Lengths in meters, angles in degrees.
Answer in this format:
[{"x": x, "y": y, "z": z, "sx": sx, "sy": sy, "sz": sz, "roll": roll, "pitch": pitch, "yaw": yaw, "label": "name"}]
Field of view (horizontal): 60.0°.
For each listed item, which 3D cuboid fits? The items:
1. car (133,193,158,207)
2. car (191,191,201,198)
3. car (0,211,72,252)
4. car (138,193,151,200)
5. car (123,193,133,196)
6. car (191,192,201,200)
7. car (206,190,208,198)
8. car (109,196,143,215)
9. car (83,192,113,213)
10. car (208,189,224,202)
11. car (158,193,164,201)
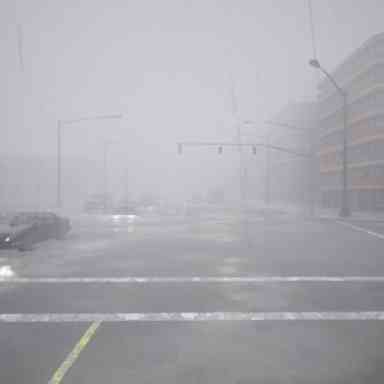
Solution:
[{"x": -6.298, "y": 1.032, "z": 45.771, "sx": 2.097, "sy": 1.767, "sz": 4.553, "roll": 0, "pitch": 1, "yaw": 0, "label": "car"}, {"x": 0.883, "y": 0.594, "z": 75.841, "sx": 2.033, "sy": 1.411, "sz": 5.357, "roll": 0, "pitch": 1, "yaw": 0, "label": "car"}, {"x": -6.855, "y": 1.511, "z": 13.930, "sx": 2.033, "sy": 1.411, "sz": 5.357, "roll": 0, "pitch": 0, "yaw": 3, "label": "car"}, {"x": -9.645, "y": 0.851, "z": 67.695, "sx": 1.994, "sy": 1.385, "sz": 4.181, "roll": 0, "pitch": 1, "yaw": 0, "label": "car"}, {"x": -9.782, "y": 0.932, "z": 51.166, "sx": 2.097, "sy": 1.767, "sz": 4.553, "roll": 0, "pitch": 1, "yaw": 0, "label": "car"}, {"x": 0.854, "y": 0.911, "z": 65.865, "sx": 1.895, "sy": 1.301, "sz": 4.718, "roll": 0, "pitch": 1, "yaw": 0, "label": "car"}, {"x": 4.383, "y": 0.373, "z": 75.738, "sx": 2.150, "sy": 2.045, "sz": 5.566, "roll": 0, "pitch": 1, "yaw": 0, "label": "car"}, {"x": -6.344, "y": 1.441, "z": 32.356, "sx": 1.994, "sy": 1.385, "sz": 4.181, "roll": 0, "pitch": 1, "yaw": 0, "label": "car"}, {"x": -9.836, "y": 1.062, "z": 35.610, "sx": 2.150, "sy": 2.045, "sz": 5.566, "roll": 0, "pitch": 1, "yaw": 0, "label": "car"}, {"x": 4.434, "y": 0.660, "z": 58.856, "sx": 2.150, "sy": 2.045, "sz": 5.566, "roll": 0, "pitch": 1, "yaw": 0, "label": "car"}, {"x": -6.223, "y": 0.924, "z": 61.101, "sx": 1.812, "sy": 1.442, "sz": 4.674, "roll": 0, "pitch": 1, "yaw": 1, "label": "car"}]
